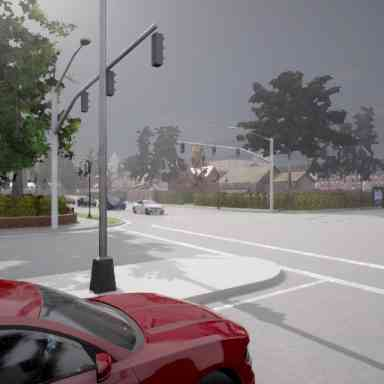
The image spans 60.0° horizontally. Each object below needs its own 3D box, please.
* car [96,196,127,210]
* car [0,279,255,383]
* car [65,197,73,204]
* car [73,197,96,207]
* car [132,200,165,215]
[{"bbox_3d":[-9.972,1.352,41.791,2.097,1.767,4.553,0,0,-36],"label":"car"},{"bbox_3d":[-1.680,1.478,2.570,5.008,1.535,1.882,0,0,-35],"label":"car"},{"bbox_3d":[-21.783,1.564,58.149,1.994,1.385,4.181,0,0,-35],"label":"car"},{"bbox_3d":[-15.842,1.504,49.901,1.837,1.490,4.892,0,0,-36],"label":"car"},{"bbox_3d":[-4.618,1.526,34.389,1.812,1.442,4.674,0,0,-35],"label":"car"}]
